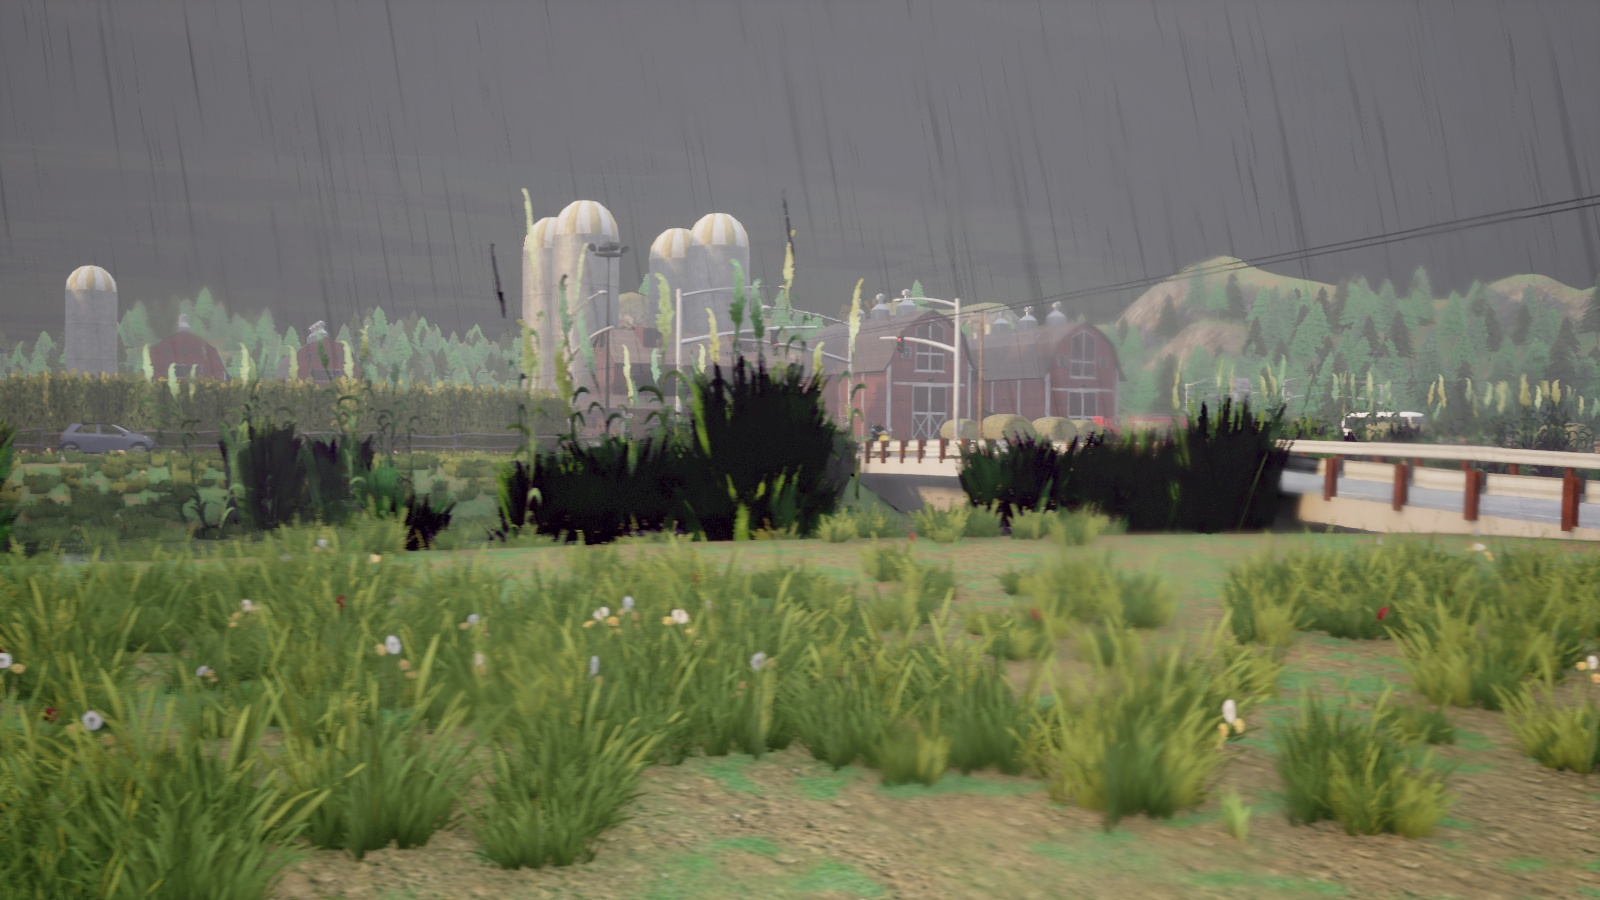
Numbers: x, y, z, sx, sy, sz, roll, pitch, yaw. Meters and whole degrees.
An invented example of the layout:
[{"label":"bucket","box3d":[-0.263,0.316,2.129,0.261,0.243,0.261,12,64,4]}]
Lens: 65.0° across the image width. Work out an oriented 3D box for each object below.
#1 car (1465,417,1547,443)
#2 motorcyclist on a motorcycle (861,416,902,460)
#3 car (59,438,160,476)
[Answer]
[{"label":"car","box3d":[47.087,-1.331,83.730,5.027,1.651,2.152,-1,1,-24]},{"label":"motorcyclist on a motorcycle","box3d":[3.152,-0.458,48.711,0.866,1.590,1.817,-1,-2,-21]},{"label":"car","box3d":[-29.134,0.263,53.082,3.633,1.501,1.845,-1,1,-27]}]
